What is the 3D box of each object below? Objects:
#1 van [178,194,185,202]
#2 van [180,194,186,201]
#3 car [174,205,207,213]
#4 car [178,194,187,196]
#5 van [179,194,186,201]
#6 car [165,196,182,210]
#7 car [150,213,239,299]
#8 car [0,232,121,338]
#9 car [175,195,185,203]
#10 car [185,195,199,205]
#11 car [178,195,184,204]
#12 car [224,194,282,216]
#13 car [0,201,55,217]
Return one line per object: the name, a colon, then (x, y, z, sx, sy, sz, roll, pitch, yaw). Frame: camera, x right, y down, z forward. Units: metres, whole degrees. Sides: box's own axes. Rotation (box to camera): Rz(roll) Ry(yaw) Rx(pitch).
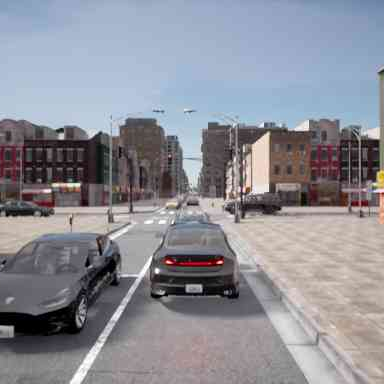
van: (-2.561, 1.511, 83.799, 1.690, 1.788, 3.998, 0, 0, 0)
van: (-2.552, 1.555, 95.010, 1.690, 1.788, 3.998, 0, 0, 0)
car: (0.043, 1.609, 17.681, 1.895, 1.301, 4.718, 0, 0, 1)
car: (-2.576, 1.550, 66.982, 1.967, 1.590, 4.097, 0, 0, 0)
van: (-2.556, 1.533, 89.404, 1.690, 1.788, 3.998, 0, 0, 0)
car: (-2.596, 1.573, 44.391, 1.752, 1.417, 4.829, 0, 0, 0)
car: (0.078, 1.507, 8.470, 1.837, 1.490, 4.892, 0, 0, 1)
car: (-2.628, 1.567, 6.791, 1.947, 1.339, 4.313, 0, 0, 0)
car: (-2.571, 1.569, 72.587, 1.967, 1.590, 4.097, 0, 0, 0)
car: (0.143, 1.643, 57.014, 1.994, 1.385, 4.181, 0, 0, 0)
car: (-2.591, 1.606, 50.165, 1.887, 1.381, 4.507, 0, 0, 0)
car: (5.914, 1.244, 32.375, 5.566, 2.045, 2.150, 0, 0, 0)
car: (-14.739, 1.540, 29.474, 4.892, 1.490, 1.837, 0, 0, 0)
